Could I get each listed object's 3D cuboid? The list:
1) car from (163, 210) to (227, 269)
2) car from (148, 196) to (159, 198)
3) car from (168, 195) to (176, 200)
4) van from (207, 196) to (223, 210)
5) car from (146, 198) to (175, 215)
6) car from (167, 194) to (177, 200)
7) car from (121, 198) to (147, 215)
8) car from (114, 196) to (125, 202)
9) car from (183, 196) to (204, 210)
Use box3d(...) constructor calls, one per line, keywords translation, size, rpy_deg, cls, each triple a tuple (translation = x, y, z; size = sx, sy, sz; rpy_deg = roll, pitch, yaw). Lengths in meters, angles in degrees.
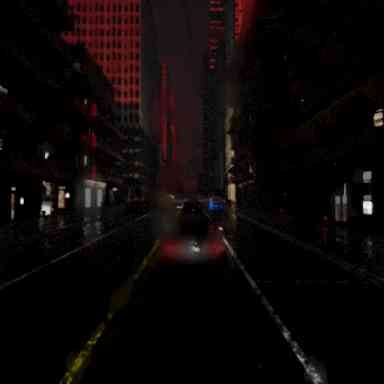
box3d(translation=(0.083, 1.555, 11.147), size=(2.033, 1.411, 5.357), rpy_deg=(0, 0, 0), cls="car")
box3d(translation=(-5.640, 1.594, 44.585), size=(1.947, 1.339, 4.313), rpy_deg=(1, 0, 0), cls="car")
box3d(translation=(-5.669, 1.638, 93.768), size=(1.802, 1.307, 4.206), rpy_deg=(1, 0, 0), cls="car")
box3d(translation=(2.711, 1.366, 39.097), size=(1.690, 1.788, 3.998), rpy_deg=(1, 0, 0), cls="van")
box3d(translation=(-3.093, 1.585, 33.658), size=(1.994, 1.385, 4.181), rpy_deg=(0, 0, 0), cls="car")
box3d(translation=(-5.666, 1.493, 88.193), size=(1.967, 1.590, 4.097), rpy_deg=(1, 0, 0), cls="car")
box3d(translation=(-5.641, 1.572, 33.505), size=(2.008, 1.369, 4.403), rpy_deg=(1, 0, 0), cls="car")
box3d(translation=(-16.485, 1.542, 72.773), size=(4.097, 1.590, 1.967), rpy_deg=(0, -1, 0), cls="car")
box3d(translation=(0.097, 1.499, 33.117), size=(1.882, 1.535, 5.008), rpy_deg=(0, 0, 0), cls="car")
